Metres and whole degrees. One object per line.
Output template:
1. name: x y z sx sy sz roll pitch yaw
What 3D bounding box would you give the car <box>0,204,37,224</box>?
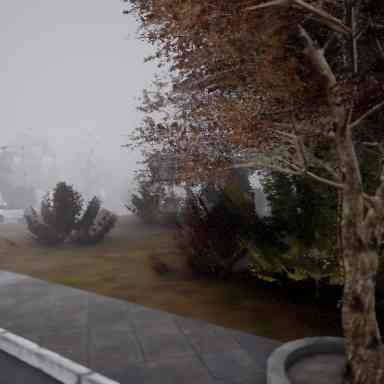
1. car: -18.913 2.233 34.543 2.150 2.045 5.566 -4 -2 32
